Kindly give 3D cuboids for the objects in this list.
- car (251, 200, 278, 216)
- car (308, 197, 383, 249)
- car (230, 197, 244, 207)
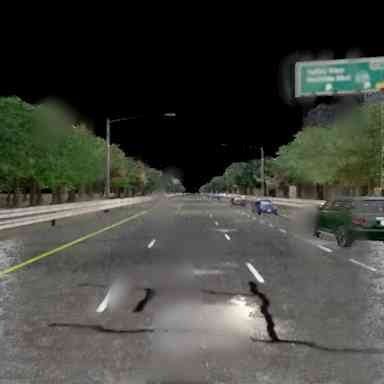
[{"bbox_3d":[7.026,1.523,32.530,1.812,1.442,4.674,0,0,0],"label":"car"},{"bbox_3d":[7.009,1.218,14.753,2.150,2.045,5.566,0,0,0],"label":"car"},{"bbox_3d":[7.044,1.517,52.367,1.812,1.442,4.674,0,0,0],"label":"car"}]
